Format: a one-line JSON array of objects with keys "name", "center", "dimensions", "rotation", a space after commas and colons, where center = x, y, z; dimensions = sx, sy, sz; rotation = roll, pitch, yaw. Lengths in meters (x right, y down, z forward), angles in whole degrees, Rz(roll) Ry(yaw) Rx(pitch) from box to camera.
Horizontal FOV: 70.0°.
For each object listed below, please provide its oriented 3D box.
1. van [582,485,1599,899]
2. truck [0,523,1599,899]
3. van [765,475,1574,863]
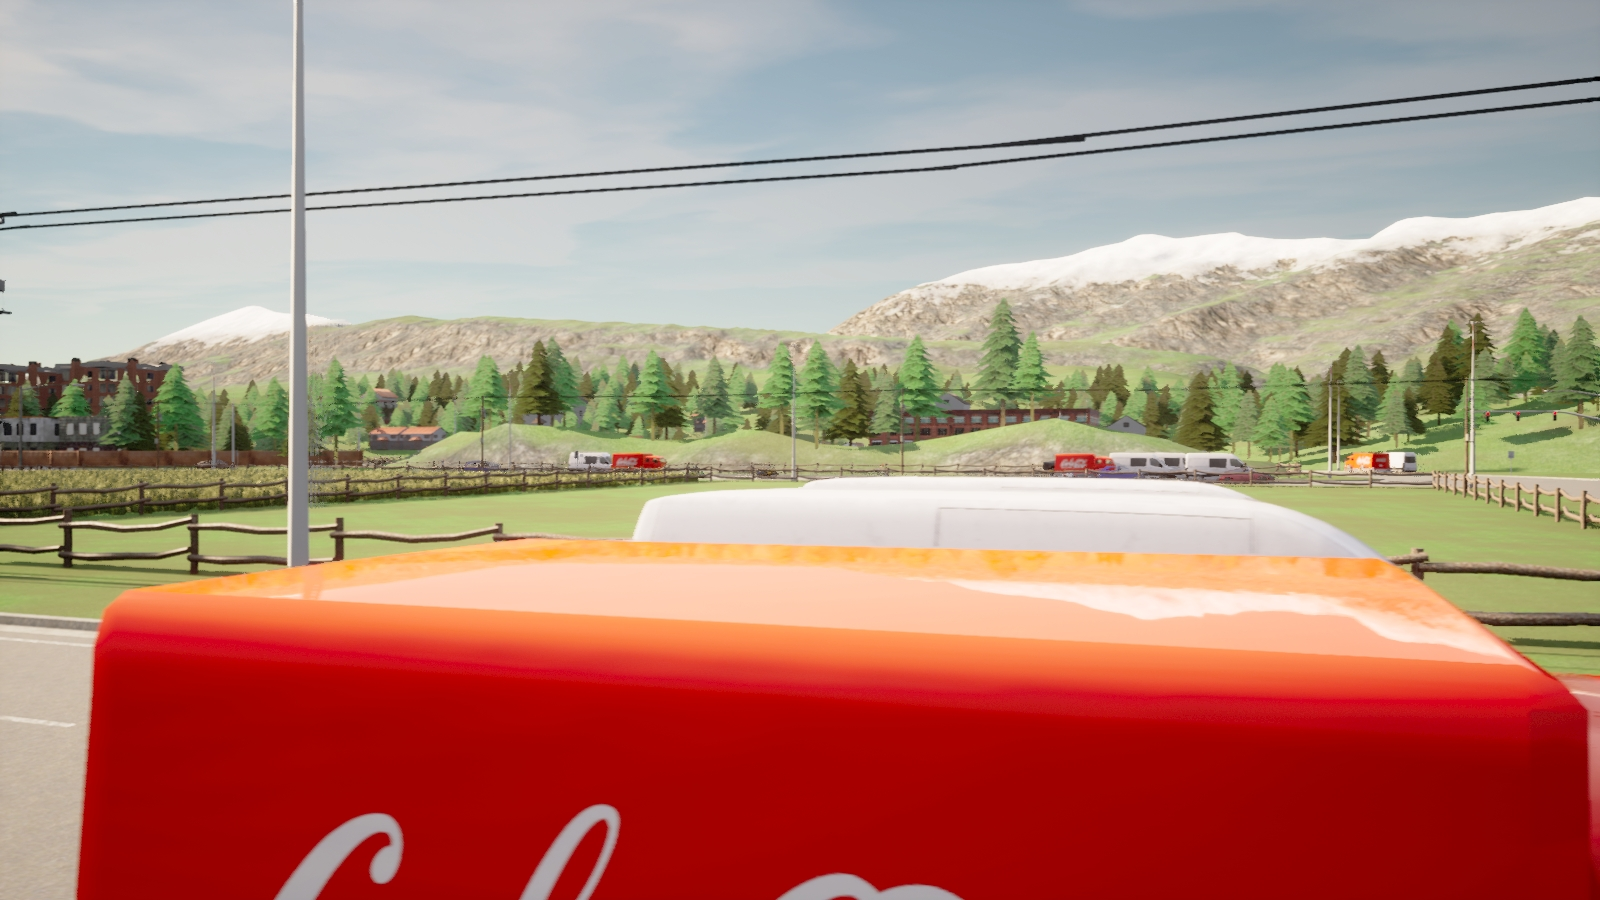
[{"name": "van", "center": [1.895, 1.534, 6.329], "dimensions": [5.915, 2.561, 1.988], "rotation": [0, 0, 20]}, {"name": "truck", "center": [0.880, 1.567, 3.050], "dimensions": [5.204, 2.467, 2.627], "rotation": [0, 0, 21]}, {"name": "van", "center": [2.824, 1.534, 9.716], "dimensions": [5.915, 2.561, 1.988], "rotation": [0, 0, 20]}]
